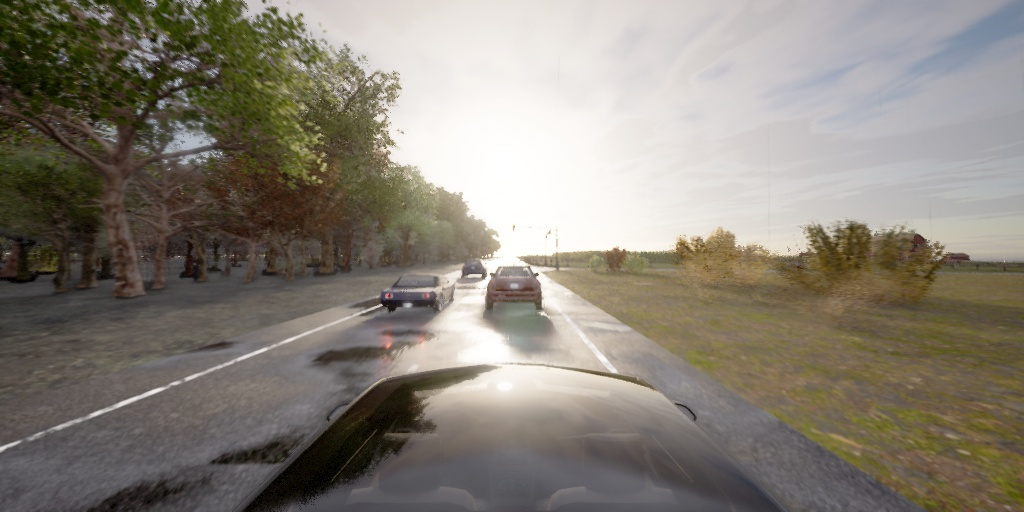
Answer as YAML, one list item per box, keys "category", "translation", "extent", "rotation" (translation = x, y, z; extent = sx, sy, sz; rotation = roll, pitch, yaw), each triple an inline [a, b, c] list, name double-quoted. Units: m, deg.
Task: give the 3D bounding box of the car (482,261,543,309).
- category: "car"
  translation: [0.089, 1.078, 14.967]
  extent: [2.097, 1.767, 4.553]
  rotation: [0, 0, 0]

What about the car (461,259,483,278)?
- category: "car"
  translation: [-3.404, 1.043, 33.437]
  extent: [2.097, 1.767, 4.553]
  rotation: [0, 0, 0]

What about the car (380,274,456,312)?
- category: "car"
  translation: [-3.411, 1.330, 14.002]
  extent: [1.895, 1.301, 4.718]
  rotation: [0, 0, 0]

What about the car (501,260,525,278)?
- category: "car"
  translation: [0.097, 1.181, 33.980]
  extent: [2.128, 1.511, 4.902]
  rotation: [0, 0, 0]
